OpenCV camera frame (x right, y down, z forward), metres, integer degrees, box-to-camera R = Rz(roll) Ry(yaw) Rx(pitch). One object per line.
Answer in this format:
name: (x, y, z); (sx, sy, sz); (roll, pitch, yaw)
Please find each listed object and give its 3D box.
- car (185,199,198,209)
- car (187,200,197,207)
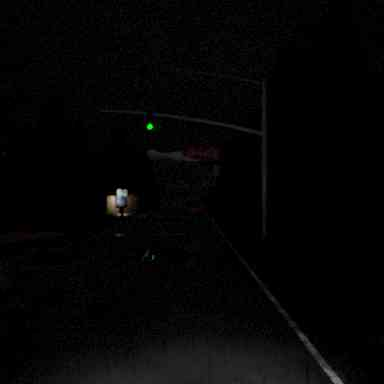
car: (-0.015, 2.011, 55.311); (1.837, 1.490, 4.892); (0, -1, 0)
car: (-0.017, 2.203, 65.724); (1.895, 1.301, 4.718); (0, -1, 0)
